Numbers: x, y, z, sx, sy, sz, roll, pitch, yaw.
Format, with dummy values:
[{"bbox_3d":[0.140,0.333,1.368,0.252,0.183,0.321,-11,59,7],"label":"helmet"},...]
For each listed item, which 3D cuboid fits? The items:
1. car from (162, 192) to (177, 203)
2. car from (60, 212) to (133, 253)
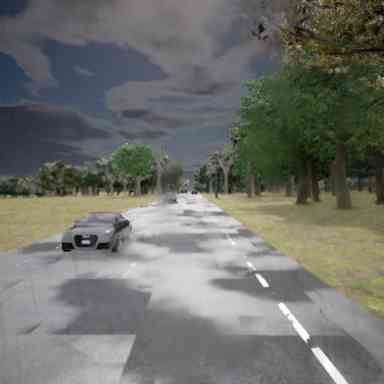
[{"bbox_3d":[-3.574,0.873,53.905,2.097,1.767,4.553,0,1,0],"label":"car"},{"bbox_3d":[-3.601,1.493,13.268,1.994,1.385,4.181,0,0,0],"label":"car"}]
